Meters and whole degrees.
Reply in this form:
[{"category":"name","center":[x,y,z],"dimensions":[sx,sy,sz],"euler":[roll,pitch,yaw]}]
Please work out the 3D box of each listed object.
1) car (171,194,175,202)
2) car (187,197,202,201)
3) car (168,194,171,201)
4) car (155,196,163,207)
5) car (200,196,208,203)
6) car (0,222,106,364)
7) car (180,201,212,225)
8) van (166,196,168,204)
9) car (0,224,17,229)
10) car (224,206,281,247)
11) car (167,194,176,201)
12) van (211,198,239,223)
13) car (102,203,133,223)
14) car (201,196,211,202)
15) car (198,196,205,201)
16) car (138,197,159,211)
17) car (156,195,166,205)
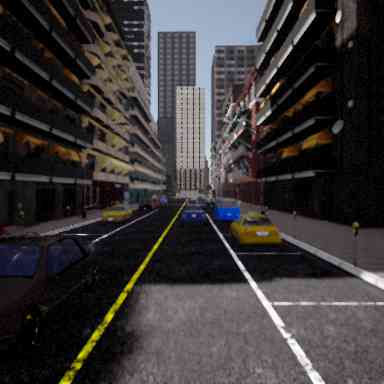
[{"category":"car","center":[-5.686,1.728,81.111],"dimensions":[1.947,1.339,4.313],"euler":[-1,0,0]},{"category":"car","center":[0.109,1.688,46.974],"dimensions":[1.895,1.301,4.718],"euler":[0,0,0]},{"category":"car","center":[-5.690,1.565,64.540],"dimensions":[1.967,1.590,4.097],"euler":[-1,0,0]},{"category":"car","center":[-5.690,1.634,47.970],"dimensions":[1.887,1.381,4.507],"euler":[0,0,0]},{"category":"car","center":[2.694,1.676,75.743],"dimensions":[1.752,1.417,4.829],"euler":[-1,0,0]},{"category":"car","center":[-3.100,1.558,6.192],"dimensions":[2.033,1.411,5.357],"euler":[0,0,0]},{"category":"car","center":[0.110,1.590,24.085],"dimensions":[2.033,1.411,5.357],"euler":[0,0,0]},{"category":"van","center":[-5.691,1.454,59.017],"dimensions":[1.690,1.788,3.998],"euler":[-1,0,0]},{"category":"car","center":[-5.696,1.598,9.305],"dimensions":[1.802,1.307,4.206],"euler":[0,0,0]},{"category":"car","center":[2.685,1.551,14.985],"dimensions":[1.752,1.417,4.829],"euler":[0,0,0]},{"category":"car","center":[-5.687,1.504,92.157],"dimensions":[2.192,1.841,5.009],"euler":[-1,0,0]},{"category":"van","center":[2.685,1.387,25.863],"dimensions":[1.690,1.788,3.998],"euler":[-1,0,0]},{"category":"car","center":[-5.694,1.571,25.706],"dimensions":[1.752,1.417,4.829],"euler":[0,0,0]},{"category":"car","center":[2.690,1.640,47.955],"dimensions":[2.008,1.369,4.403],"euler":[-1,0,0]},{"category":"car","center":[2.697,1.734,92.142],"dimensions":[1.887,1.381,4.507],"euler":[-1,0,0]},{"category":"car","center":[-5.691,1.644,42.446],"dimensions":[1.947,1.339,4.313],"euler":[0,0,0]},{"category":"car","center":[-5.690,1.646,53.493],"dimensions":[1.887,1.381,4.507],"euler":[0,0,0]}]
